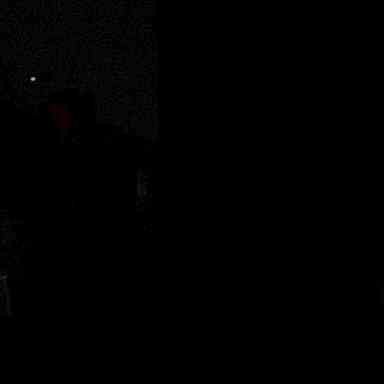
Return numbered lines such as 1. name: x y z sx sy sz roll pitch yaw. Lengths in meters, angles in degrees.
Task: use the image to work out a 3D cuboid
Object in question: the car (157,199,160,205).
1. car: -2.825 1.082 45.254 1.994 1.385 4.181 -1 0 35
